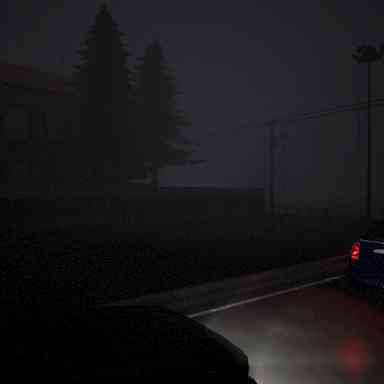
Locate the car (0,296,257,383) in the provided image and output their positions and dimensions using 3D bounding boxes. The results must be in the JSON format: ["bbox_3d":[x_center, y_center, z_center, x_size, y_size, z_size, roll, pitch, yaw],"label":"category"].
[{"bbox_3d":[-1.993,1.547,2.305,5.357,1.411,2.033,0,0,-36],"label":"car"}]

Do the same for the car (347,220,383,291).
[{"bbox_3d":[5.706,1.352,7.825,4.553,1.767,2.097,0,0,-35],"label":"car"}]
